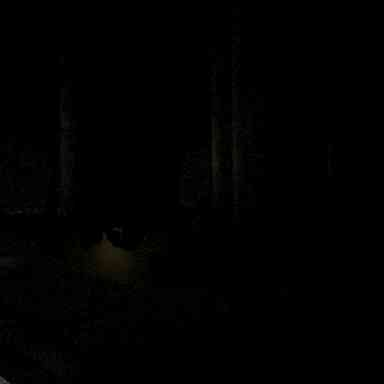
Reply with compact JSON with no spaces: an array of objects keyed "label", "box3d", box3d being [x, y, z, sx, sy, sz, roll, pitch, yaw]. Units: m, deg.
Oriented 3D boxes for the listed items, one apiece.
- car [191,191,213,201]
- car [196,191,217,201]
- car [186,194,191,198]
[{"label":"car","box3d":[2.599,1.077,54.066,2.128,1.511,4.902,-1,0,39]},{"label":"car","box3d":[2.922,0.810,66.608,3.866,1.878,1.905,-1,1,40]},{"label":"car","box3d":[0.394,0.936,84.639,3.905,1.438,1.784,-1,1,40]}]
